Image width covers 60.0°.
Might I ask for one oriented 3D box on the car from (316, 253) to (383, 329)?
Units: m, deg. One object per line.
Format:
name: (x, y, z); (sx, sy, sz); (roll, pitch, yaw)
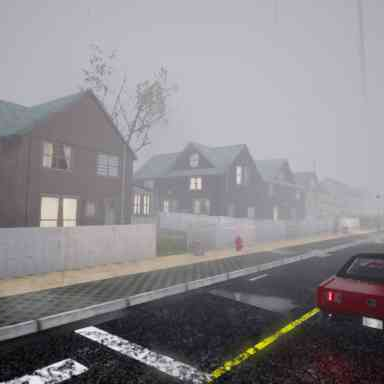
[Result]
car: (4.393, 1.989, 7.200); (1.895, 1.301, 4.718); (-1, -4, 39)
